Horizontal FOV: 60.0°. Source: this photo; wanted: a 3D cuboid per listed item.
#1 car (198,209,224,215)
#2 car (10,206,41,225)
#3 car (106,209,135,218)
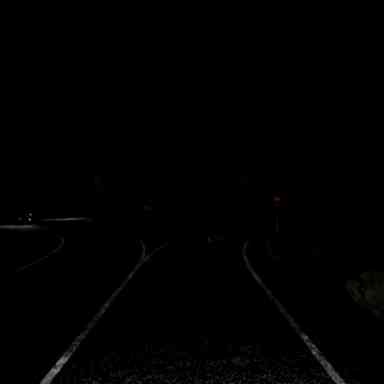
[{"bbox_3d":[3.345,3.544,58.025,4.674,1.442,1.812,0,-3,22],"label":"car"},{"bbox_3d":[-18.881,2.646,38.002,2.150,2.045,5.566,0,-3,-13],"label":"car"},{"bbox_3d":[-12.112,3.672,56.405,4.902,1.511,2.128,1,-3,-31],"label":"car"}]
